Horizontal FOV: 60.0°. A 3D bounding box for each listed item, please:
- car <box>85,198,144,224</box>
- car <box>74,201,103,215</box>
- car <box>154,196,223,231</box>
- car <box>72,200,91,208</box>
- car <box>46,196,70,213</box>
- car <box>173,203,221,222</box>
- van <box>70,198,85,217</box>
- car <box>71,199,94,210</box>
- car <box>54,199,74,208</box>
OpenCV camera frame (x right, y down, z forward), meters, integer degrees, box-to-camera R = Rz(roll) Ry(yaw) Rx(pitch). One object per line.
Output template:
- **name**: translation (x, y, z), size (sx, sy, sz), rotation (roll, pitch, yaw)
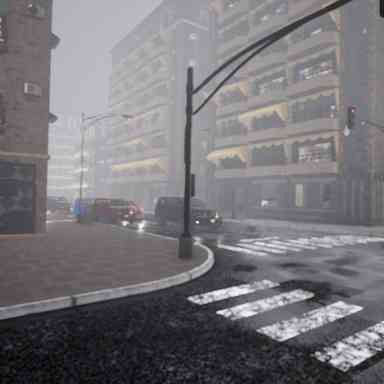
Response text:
- **car**: translation (-5.993, 1.372, 25.141), size (2.192, 1.841, 5.009), rotation (2, -1, -35)
- **car**: translation (-11.709, 1.735, 37.459), size (1.994, 1.385, 4.181), rotation (2, -1, -35)
- **car**: translation (-0.401, 1.328, 21.529), size (2.150, 2.045, 5.566), rotation (2, -1, -36)
- **car**: translation (-18.962, 1.980, 56.967), size (1.802, 1.307, 4.206), rotation (2, -1, -35)
- **car**: translation (-15.685, 1.430, 38.774), size (2.192, 1.841, 5.009), rotation (2, -1, -35)
- **car**: translation (0.324, 1.800, 29.842), size (1.752, 1.417, 4.829), rotation (2, -1, -35)
- **van**: translation (-9.224, 1.417, 29.685), size (1.690, 1.788, 3.998), rotation (2, -1, -35)
- **car**: translation (-15.997, 1.822, 48.556), size (1.812, 1.442, 4.674), rotation (2, -1, -35)
- **car**: translation (-21.925, 1.885, 56.890), size (2.033, 1.411, 5.357), rotation (2, -1, -35)
